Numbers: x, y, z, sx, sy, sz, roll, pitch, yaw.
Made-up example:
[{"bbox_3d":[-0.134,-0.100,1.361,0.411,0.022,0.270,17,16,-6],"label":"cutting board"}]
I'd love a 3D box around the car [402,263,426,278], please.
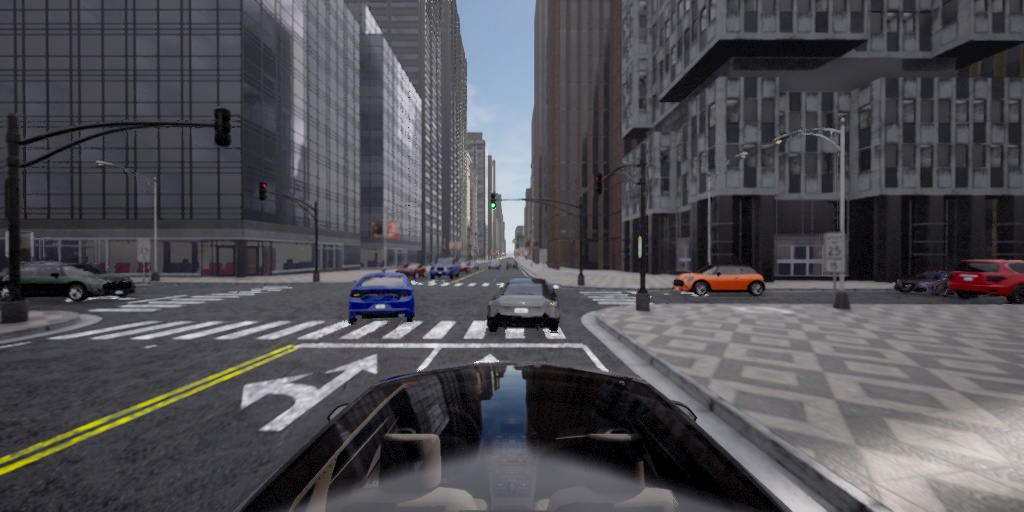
[{"bbox_3d":[-9.836,1.438,35.305,1.882,1.535,5.008,0,0,0],"label":"car"}]

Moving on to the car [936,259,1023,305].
[{"bbox_3d":[24.495,1.195,17.148,5.566,2.045,2.150,0,0,0],"label":"car"}]

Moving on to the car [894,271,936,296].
[{"bbox_3d":[24.482,1.515,20.333,4.181,1.385,1.994,0,0,0],"label":"car"}]

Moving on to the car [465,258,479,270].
[{"bbox_3d":[-6.554,1.607,59.739,2.128,1.511,4.902,0,0,-2],"label":"car"}]

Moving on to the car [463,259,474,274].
[{"bbox_3d":[-6.570,1.514,47.097,1.882,1.535,5.008,0,-1,0],"label":"car"}]

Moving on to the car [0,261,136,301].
[{"bbox_3d":[-20.948,1.138,17.065,4.553,1.767,2.097,0,0,-1],"label":"car"}]

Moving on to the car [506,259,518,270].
[{"bbox_3d":[0.018,1.496,63.896,2.097,1.767,4.553,0,0,0],"label":"car"}]

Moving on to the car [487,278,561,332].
[{"bbox_3d":[0.502,1.376,11.125,1.994,1.385,4.181,0,-1,7],"label":"car"}]

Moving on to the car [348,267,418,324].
[{"bbox_3d":[-4.447,1.308,12.565,1.882,1.535,5.008,1,-1,-17],"label":"car"}]

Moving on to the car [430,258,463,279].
[{"bbox_3d":[-6.587,1.184,35.653,2.150,2.045,5.566,0,0,0],"label":"car"}]

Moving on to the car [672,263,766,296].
[{"bbox_3d":[11.553,1.259,20.263,4.553,1.767,2.097,0,0,0],"label":"car"}]

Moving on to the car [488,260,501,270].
[{"bbox_3d":[-3.233,1.708,63.893,1.994,1.385,4.181,0,0,0],"label":"car"}]
